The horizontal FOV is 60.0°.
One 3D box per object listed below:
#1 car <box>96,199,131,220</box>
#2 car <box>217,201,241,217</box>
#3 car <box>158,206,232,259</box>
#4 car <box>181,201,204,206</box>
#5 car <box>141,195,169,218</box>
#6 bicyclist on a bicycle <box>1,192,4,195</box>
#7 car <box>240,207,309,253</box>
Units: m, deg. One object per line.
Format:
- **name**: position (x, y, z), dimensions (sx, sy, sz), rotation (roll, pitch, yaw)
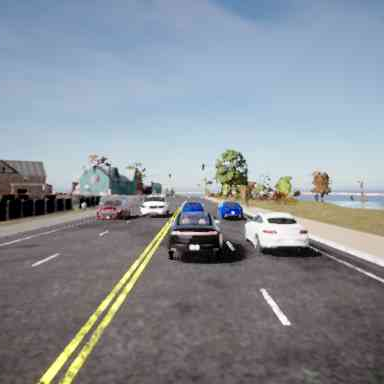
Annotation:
- **car**: position (-6.609, 1.404, 28.374), dimensions (2.097, 1.767, 4.553), rotation (0, 0, 0)
- **car**: position (3.329, 1.533, 29.440), dimensions (1.882, 1.535, 5.008), rotation (0, 0, 0)
- **car**: position (0.085, 1.512, 12.740), dimensions (2.128, 1.511, 4.902), rotation (0, 0, 0)
- **car**: position (0.080, 1.533, 29.450), dimensions (1.882, 1.535, 5.008), rotation (0, 0, 0)
- **car**: position (-3.359, 1.281, 31.215), dimensions (2.150, 2.045, 5.566), rotation (0, 0, 0)
- **bicyclist on a bicycle**: position (-29.639, 0.900, 51.927), dimensions (0.582, 1.620, 1.656), rotation (1, 0, -35)
- **car**: position (3.337, 1.549, 13.724), dimensions (1.812, 1.442, 4.674), rotation (0, 0, 0)
